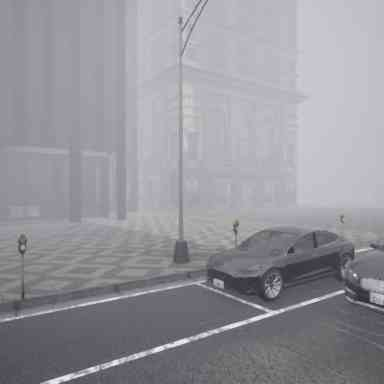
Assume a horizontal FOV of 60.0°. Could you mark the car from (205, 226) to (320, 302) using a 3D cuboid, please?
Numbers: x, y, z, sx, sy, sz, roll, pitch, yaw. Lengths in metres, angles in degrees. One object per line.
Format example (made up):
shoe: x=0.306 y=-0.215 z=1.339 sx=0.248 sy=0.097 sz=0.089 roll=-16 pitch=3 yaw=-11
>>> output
car: x=2.339 y=1.565 z=8.298 sx=4.313 sy=1.339 sz=1.947 roll=0 pitch=0 yaw=-35

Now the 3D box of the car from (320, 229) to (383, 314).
car: x=5.090 y=1.490 z=6.857 sx=4.902 sy=1.511 sz=2.128 roll=0 pitch=0 yaw=-35
